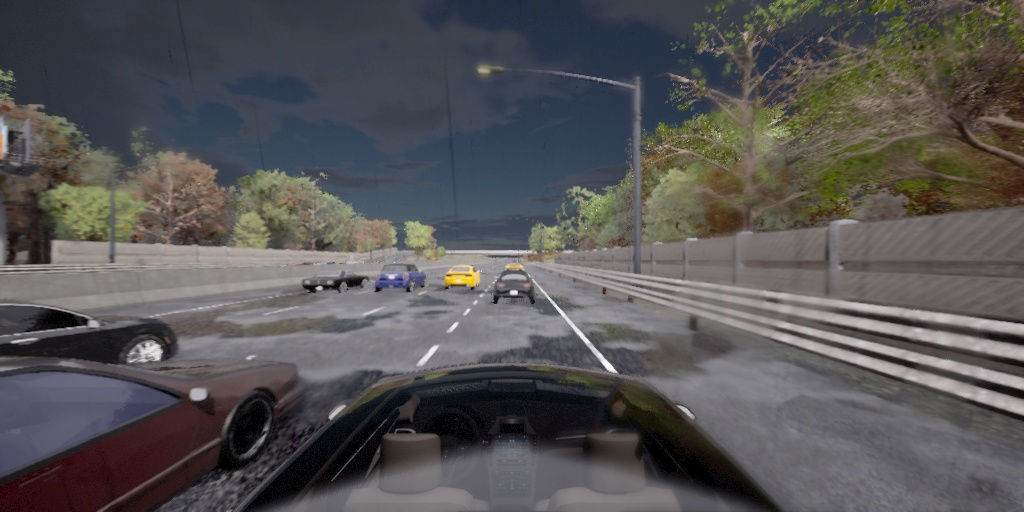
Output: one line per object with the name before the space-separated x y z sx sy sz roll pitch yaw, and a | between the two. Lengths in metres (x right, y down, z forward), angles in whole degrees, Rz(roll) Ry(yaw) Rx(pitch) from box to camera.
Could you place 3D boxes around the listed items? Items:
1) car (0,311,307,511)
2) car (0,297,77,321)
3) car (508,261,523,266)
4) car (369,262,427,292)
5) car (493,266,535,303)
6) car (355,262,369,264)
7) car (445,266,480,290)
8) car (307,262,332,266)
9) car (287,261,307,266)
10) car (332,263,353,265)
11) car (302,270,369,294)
car | -3.402 1.287 1.815 2.033 1.411 5.357 0 0 0
car | -6.884 1.252 4.385 1.837 1.490 4.892 0 0 0
car | 0.259 1.518 39.930 1.882 1.535 5.008 0 -1 0
car | -6.763 1.229 22.318 2.097 1.767 4.553 0 0 0
car | 0.103 1.389 17.296 1.812 1.442 4.674 0 0 0
car | -20.704 1.573 52.275 2.128 1.511 4.902 0 -1 1
car | -3.246 1.380 24.184 1.882 1.535 5.008 0 0 0
car | -27.678 1.592 53.062 1.812 1.442 4.674 0 -1 1
car | -31.177 1.531 52.920 1.882 1.535 5.008 0 0 1
car | -24.176 1.678 53.087 1.895 1.301 4.718 0 -1 1
car | -10.265 1.460 21.344 1.895 1.301 4.718 0 0 0
